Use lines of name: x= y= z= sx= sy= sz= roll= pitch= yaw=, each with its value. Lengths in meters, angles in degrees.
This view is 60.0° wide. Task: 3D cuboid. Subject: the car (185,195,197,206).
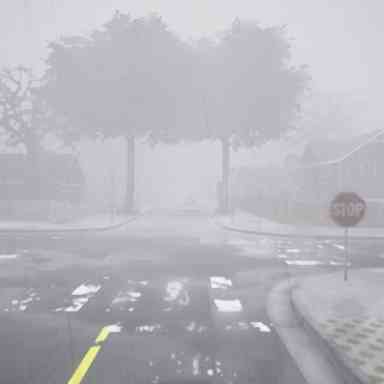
car: x=-0.162 y=1.615 z=57.199 sx=1.994 sy=1.385 sz=4.181 roll=0 pitch=0 yaw=0

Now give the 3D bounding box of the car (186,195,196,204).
car: x=-0.190 y=1.429 z=67.218 sx=2.097 sy=1.767 sz=4.553 roll=0 pitch=0 yaw=0
